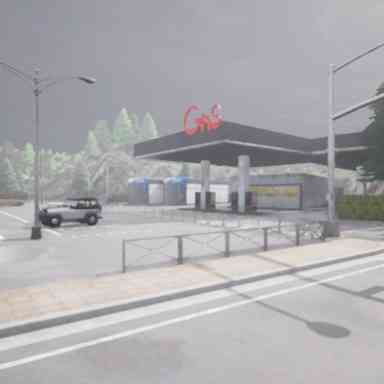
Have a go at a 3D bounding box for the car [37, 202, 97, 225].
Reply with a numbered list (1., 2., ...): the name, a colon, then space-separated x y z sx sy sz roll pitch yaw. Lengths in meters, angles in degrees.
1. car: -9.275 1.553 24.833 3.806 1.475 1.970 0 0 -36

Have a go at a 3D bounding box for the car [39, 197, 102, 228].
1. car: -7.833 1.269 21.776 3.866 1.878 1.905 0 0 -36

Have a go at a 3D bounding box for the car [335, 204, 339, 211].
1. car: 20.108 1.676 41.157 2.242 1.667 4.611 0 0 -36

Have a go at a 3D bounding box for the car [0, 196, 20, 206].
1. car: -31.163 1.532 55.153 4.514 1.523 2.007 0 0 -36

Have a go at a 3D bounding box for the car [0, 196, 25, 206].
1. car: -29.292 1.523 52.635 5.027 1.636 2.152 0 0 -36
